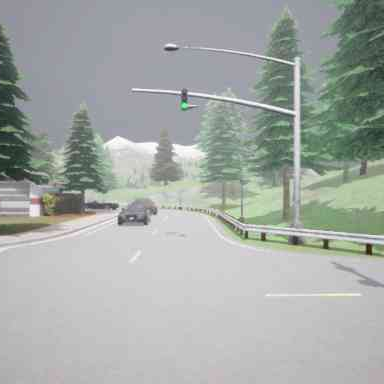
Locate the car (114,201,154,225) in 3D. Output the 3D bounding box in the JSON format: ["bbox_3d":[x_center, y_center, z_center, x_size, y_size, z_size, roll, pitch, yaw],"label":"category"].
[{"bbox_3d":[-4.068,1.564,23.926,1.994,1.385,4.181,0,0,-2],"label":"car"}]

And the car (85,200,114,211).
[{"bbox_3d":[-11.531,1.608,41.432,4.718,1.301,1.895,0,0,14],"label":"car"}]

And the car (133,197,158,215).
[{"bbox_3d":[-4.932,1.352,33.714,2.097,1.767,4.553,0,0,-19],"label":"car"}]
